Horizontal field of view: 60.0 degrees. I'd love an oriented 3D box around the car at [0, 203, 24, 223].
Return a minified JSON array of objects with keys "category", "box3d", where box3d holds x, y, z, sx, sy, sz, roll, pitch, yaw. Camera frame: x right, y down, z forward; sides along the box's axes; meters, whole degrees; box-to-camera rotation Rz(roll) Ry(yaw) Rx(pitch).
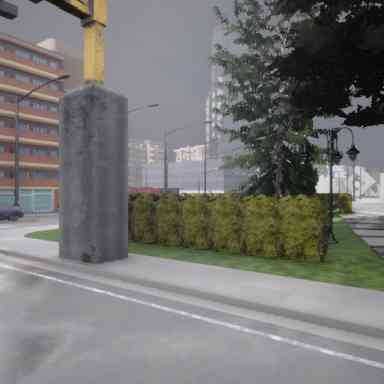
[{"category":"car","box3d":[-14.545,1.526,23.839,1.812,1.442,4.674,0,0,37]}]
